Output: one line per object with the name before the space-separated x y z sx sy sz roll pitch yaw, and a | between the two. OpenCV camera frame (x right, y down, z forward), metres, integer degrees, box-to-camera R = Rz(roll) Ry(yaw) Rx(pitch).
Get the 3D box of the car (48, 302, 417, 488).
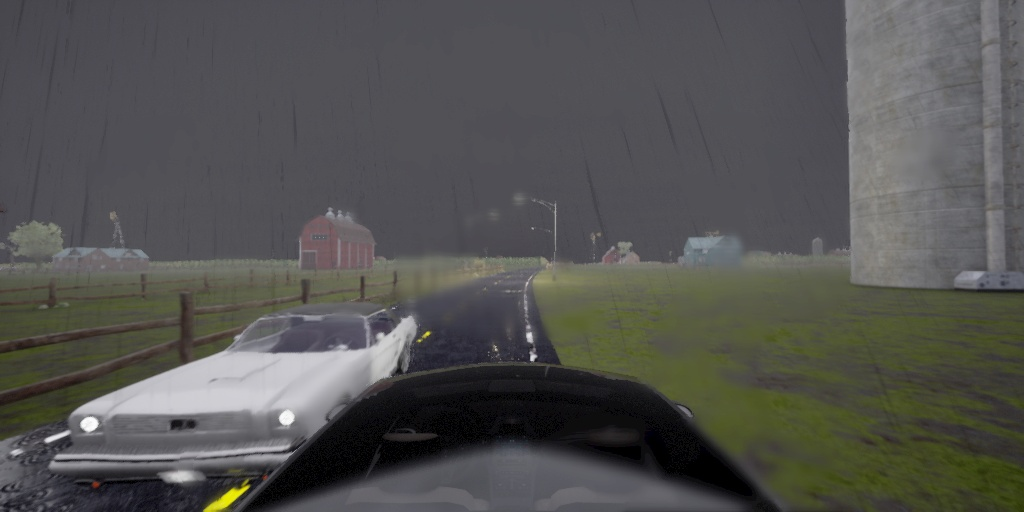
car | -2.659 1.388 4.914 1.895 1.301 4.718 0 -1 -4
